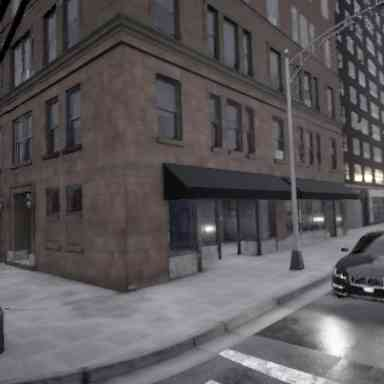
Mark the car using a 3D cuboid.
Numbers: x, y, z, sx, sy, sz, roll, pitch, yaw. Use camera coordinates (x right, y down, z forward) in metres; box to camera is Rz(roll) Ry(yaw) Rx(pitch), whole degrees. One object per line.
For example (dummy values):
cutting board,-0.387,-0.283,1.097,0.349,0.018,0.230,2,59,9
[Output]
car,5.204,1.753,8.546,1.837,1.490,4.892,-5,-4,42
